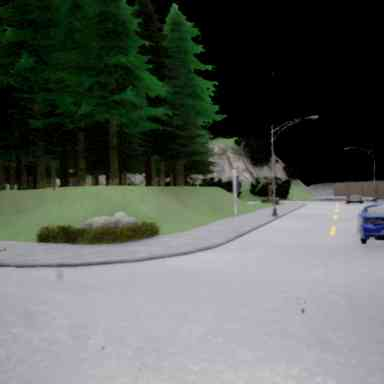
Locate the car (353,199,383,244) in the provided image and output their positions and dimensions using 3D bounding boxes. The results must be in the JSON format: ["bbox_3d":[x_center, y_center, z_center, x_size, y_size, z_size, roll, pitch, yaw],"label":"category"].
[{"bbox_3d":[8.185,1.250,14.296,1.882,1.535,5.008,-2,0,24],"label":"car"}]

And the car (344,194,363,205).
[{"bbox_3d":[22.069,0.960,45.398,1.994,1.385,4.181,-2,0,20],"label":"car"}]
